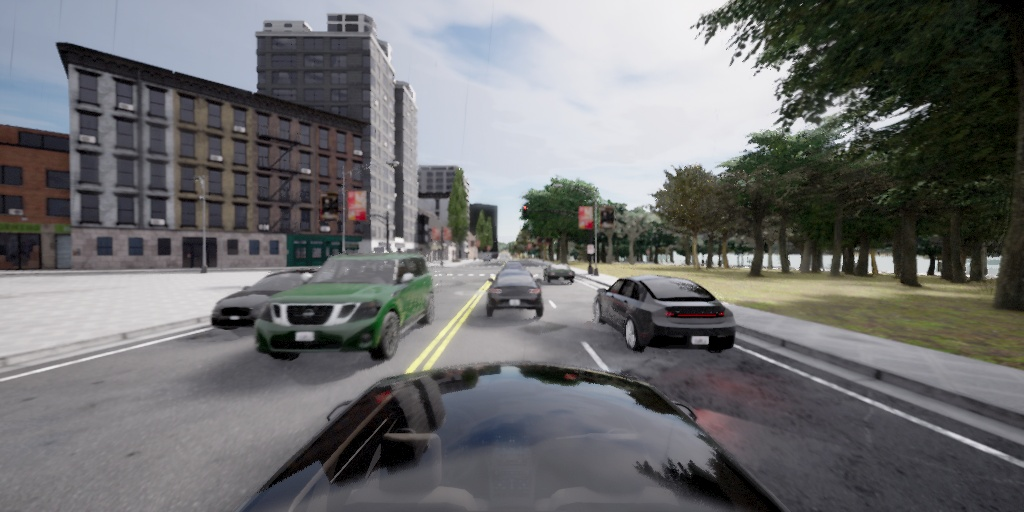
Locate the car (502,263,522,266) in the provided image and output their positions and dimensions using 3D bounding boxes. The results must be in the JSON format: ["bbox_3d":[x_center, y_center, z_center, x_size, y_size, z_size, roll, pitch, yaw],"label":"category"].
[{"bbox_3d":[0.102,1.175,26.407,1.994,1.385,4.181,0,0,-1],"label":"car"}]

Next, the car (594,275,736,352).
[{"bbox_3d":[3.348,1.218,8.790,1.837,1.490,4.892,0,1,0],"label":"car"}]

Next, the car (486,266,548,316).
[{"bbox_3d":[0.099,1.215,12.838,1.812,1.442,4.674,0,0,0],"label":"car"}]

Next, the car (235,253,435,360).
[{"bbox_3d":[-3.351,0.934,8.566,2.150,2.045,5.566,0,0,0],"label":"car"}]

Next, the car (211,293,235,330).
[{"bbox_3d":[-6.598,1.204,10.954,1.837,1.490,4.892,0,0,0],"label":"car"}]

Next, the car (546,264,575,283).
[{"bbox_3d":[3.347,1.212,26.364,1.895,1.301,4.718,0,0,0],"label":"car"}]
